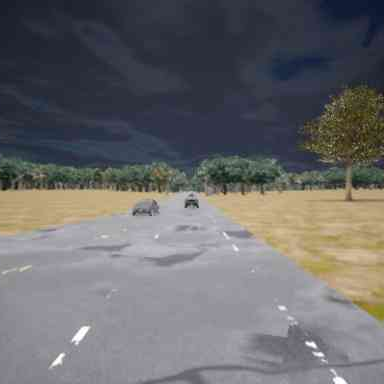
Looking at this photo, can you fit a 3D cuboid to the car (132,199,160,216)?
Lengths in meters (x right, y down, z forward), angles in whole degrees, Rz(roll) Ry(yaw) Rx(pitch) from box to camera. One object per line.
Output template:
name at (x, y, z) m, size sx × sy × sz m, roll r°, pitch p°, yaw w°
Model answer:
car at (-4.309, 1.416, 31.614) m, size 1.837 × 1.490 × 4.892 m, roll 1°, pitch 0°, yaw 6°

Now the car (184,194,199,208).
car at (-0.054, 1.365, 46.235) m, size 1.837 × 1.490 × 4.892 m, roll 0°, pitch 0°, yaw 0°
